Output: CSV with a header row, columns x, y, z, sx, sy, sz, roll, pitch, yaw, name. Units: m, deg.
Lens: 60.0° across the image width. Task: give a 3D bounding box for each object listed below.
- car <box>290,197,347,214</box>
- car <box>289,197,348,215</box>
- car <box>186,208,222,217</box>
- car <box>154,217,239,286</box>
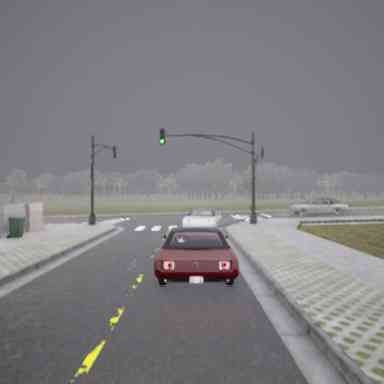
x,y,z,sx,sy,sz,roll,pitch,yaw,name
12.368,1.288,32.796,4.892,1.490,1.837,-2,-1,1,car
11.125,1.357,29.561,4.718,1.301,1.895,-2,-1,1,car
0.808,1.662,20.666,1.895,1.301,4.718,0,0,11,car
0.103,1.630,9.460,1.895,1.301,4.718,0,0,0,car
